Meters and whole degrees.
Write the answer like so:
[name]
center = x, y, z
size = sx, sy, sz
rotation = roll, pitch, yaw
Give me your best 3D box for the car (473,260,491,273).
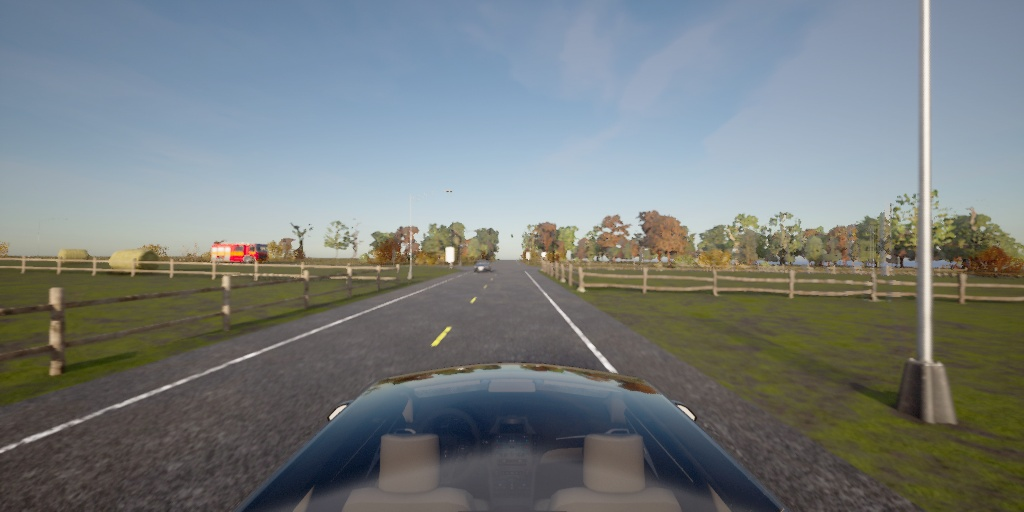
[car]
center = -3.538, 1.260, 43.457
size = 2.128, 1.511, 4.902
rotation = 0, 0, 0
